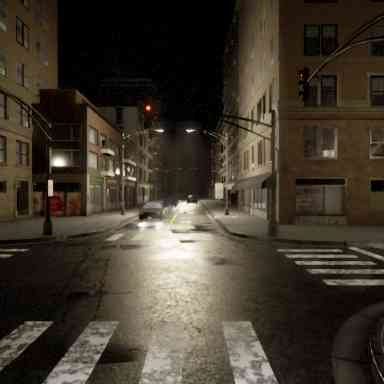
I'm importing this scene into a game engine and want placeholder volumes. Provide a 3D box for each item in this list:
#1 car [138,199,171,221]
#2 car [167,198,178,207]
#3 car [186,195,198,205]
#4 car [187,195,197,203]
[{"bbox_3d":[-3.136,1.535,27.335,2.033,1.411,5.357,0,0,0],"label":"car"},{"bbox_3d":[-3.143,1.534,48.789,1.994,1.385,4.181,0,0,0],"label":"car"},{"bbox_3d":[0.022,1.453,59.253,2.128,1.511,4.902,0,0,0],"label":"car"},{"bbox_3d":[0.007,1.445,69.617,2.128,1.511,4.902,0,0,0],"label":"car"}]
